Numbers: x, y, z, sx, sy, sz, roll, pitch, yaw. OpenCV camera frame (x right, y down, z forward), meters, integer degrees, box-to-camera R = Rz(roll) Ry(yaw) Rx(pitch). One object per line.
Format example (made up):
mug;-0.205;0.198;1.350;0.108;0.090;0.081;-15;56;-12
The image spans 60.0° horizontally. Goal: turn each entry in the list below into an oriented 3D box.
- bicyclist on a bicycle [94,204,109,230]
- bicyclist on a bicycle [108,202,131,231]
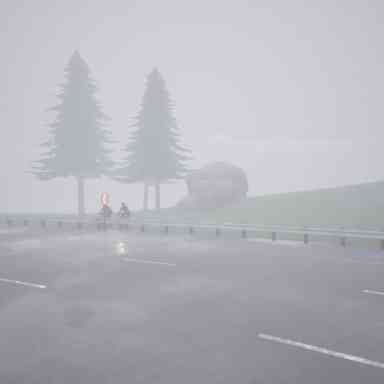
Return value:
bicyclist on a bicycle;-5.125;1.423;19.699;0.582;1.620;1.656;0;-4;36
bicyclist on a bicycle;-3.945;1.437;19.307;0.582;1.620;1.656;1;-5;23
